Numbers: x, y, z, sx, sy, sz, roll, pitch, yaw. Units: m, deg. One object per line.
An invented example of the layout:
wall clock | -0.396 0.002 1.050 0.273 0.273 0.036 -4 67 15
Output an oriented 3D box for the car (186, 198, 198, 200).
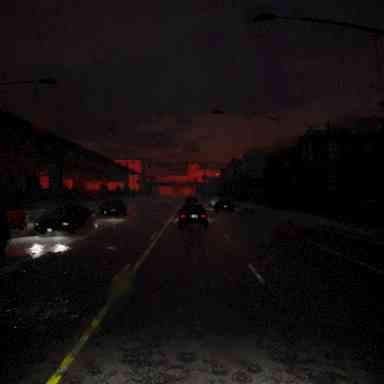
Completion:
car | -0.004 1.407 41.296 2.033 1.411 5.357 0 0 0

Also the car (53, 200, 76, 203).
car | -10.538 1.398 27.401 2.128 1.511 4.902 0 0 0

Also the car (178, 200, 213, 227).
car | 0.069 1.472 22.016 2.033 1.411 5.357 0 0 0

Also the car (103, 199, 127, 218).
car | -7.041 1.405 29.366 1.837 1.490 4.892 0 0 0

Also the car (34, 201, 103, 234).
car | -7.038 1.482 19.102 2.033 1.411 5.357 0 0 0

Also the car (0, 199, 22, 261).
car | -7.100 1.191 8.860 2.150 2.045 5.566 0 0 0

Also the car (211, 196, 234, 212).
car | 3.454 1.438 36.348 1.994 1.385 4.181 0 0 0

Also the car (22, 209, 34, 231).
car | -10.551 1.293 17.375 2.097 1.767 4.553 0 0 0
